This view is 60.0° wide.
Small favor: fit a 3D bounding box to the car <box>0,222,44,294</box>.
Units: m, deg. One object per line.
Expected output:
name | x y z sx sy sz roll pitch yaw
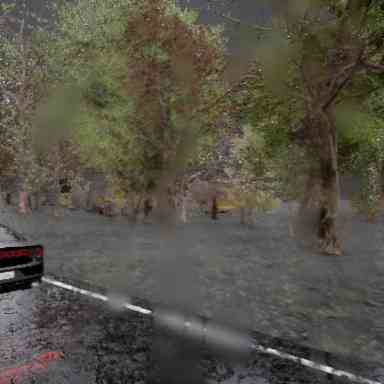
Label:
car | -5.311 1.290 7.427 5.008 1.535 1.882 2 -1 36
